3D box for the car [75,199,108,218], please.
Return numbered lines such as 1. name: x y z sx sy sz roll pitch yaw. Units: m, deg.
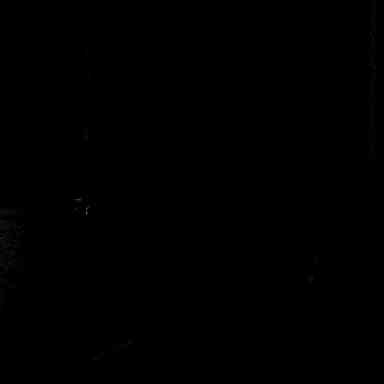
1. car: -8.926 1.458 31.984 2.097 1.767 4.553 0 -1 35
